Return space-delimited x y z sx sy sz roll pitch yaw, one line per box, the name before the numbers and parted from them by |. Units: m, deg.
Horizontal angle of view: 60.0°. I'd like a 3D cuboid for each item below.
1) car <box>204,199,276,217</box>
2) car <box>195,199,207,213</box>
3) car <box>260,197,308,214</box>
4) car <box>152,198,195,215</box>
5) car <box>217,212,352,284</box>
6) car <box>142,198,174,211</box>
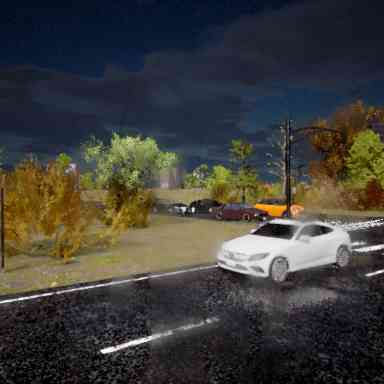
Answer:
car | 3.723 1.560 26.683 2.033 1.411 5.357 0 0 -38
car | 1.691 1.488 34.529 1.837 1.490 4.892 0 0 -38
car | 7.277 1.345 27.418 2.097 1.767 4.553 0 0 -38
car | -2.293 1.493 34.341 2.128 1.511 4.902 0 0 -38
car | 2.867 1.525 9.730 4.674 1.442 1.812 0 0 -36
car | -4.419 1.499 42.306 1.812 1.442 4.674 0 0 -38
